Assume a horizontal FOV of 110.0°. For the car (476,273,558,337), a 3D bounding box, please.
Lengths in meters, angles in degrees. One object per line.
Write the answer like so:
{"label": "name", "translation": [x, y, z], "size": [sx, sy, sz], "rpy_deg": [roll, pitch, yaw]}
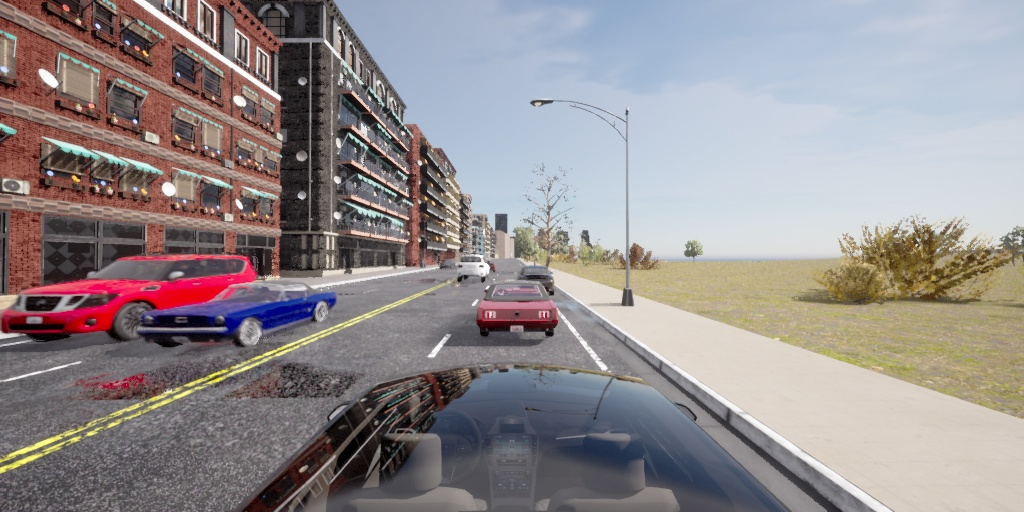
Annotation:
{"label": "car", "translation": [0.131, 1.352, 10.290], "size": [1.895, 1.301, 4.718], "rpy_deg": [0, 0, 0]}

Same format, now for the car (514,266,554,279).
{"label": "car", "translation": [1.203, 1.257, 19.491], "size": [1.837, 1.490, 4.892], "rpy_deg": [0, 0, 0]}

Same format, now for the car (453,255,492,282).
{"label": "car", "translation": [-3.047, 0.968, 29.154], "size": [2.150, 2.045, 5.566], "rpy_deg": [0, -1, 0]}

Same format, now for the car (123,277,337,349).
{"label": "car", "translation": [-6.574, 1.352, 9.335], "size": [1.895, 1.301, 4.718], "rpy_deg": [0, 0, 0]}

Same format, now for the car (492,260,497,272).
{"label": "car", "translation": [-2.986, 1.229, 45.144], "size": [1.882, 1.535, 5.008], "rpy_deg": [0, 0, 0]}

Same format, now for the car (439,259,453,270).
{"label": "car", "translation": [-9.647, 1.256, 53.695], "size": [1.837, 1.490, 4.892], "rpy_deg": [0, 0, 0]}

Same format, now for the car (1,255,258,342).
{"label": "car", "translation": [-9.819, 0.973, 10.141], "size": [2.150, 2.045, 5.566], "rpy_deg": [0, 0, 0]}
